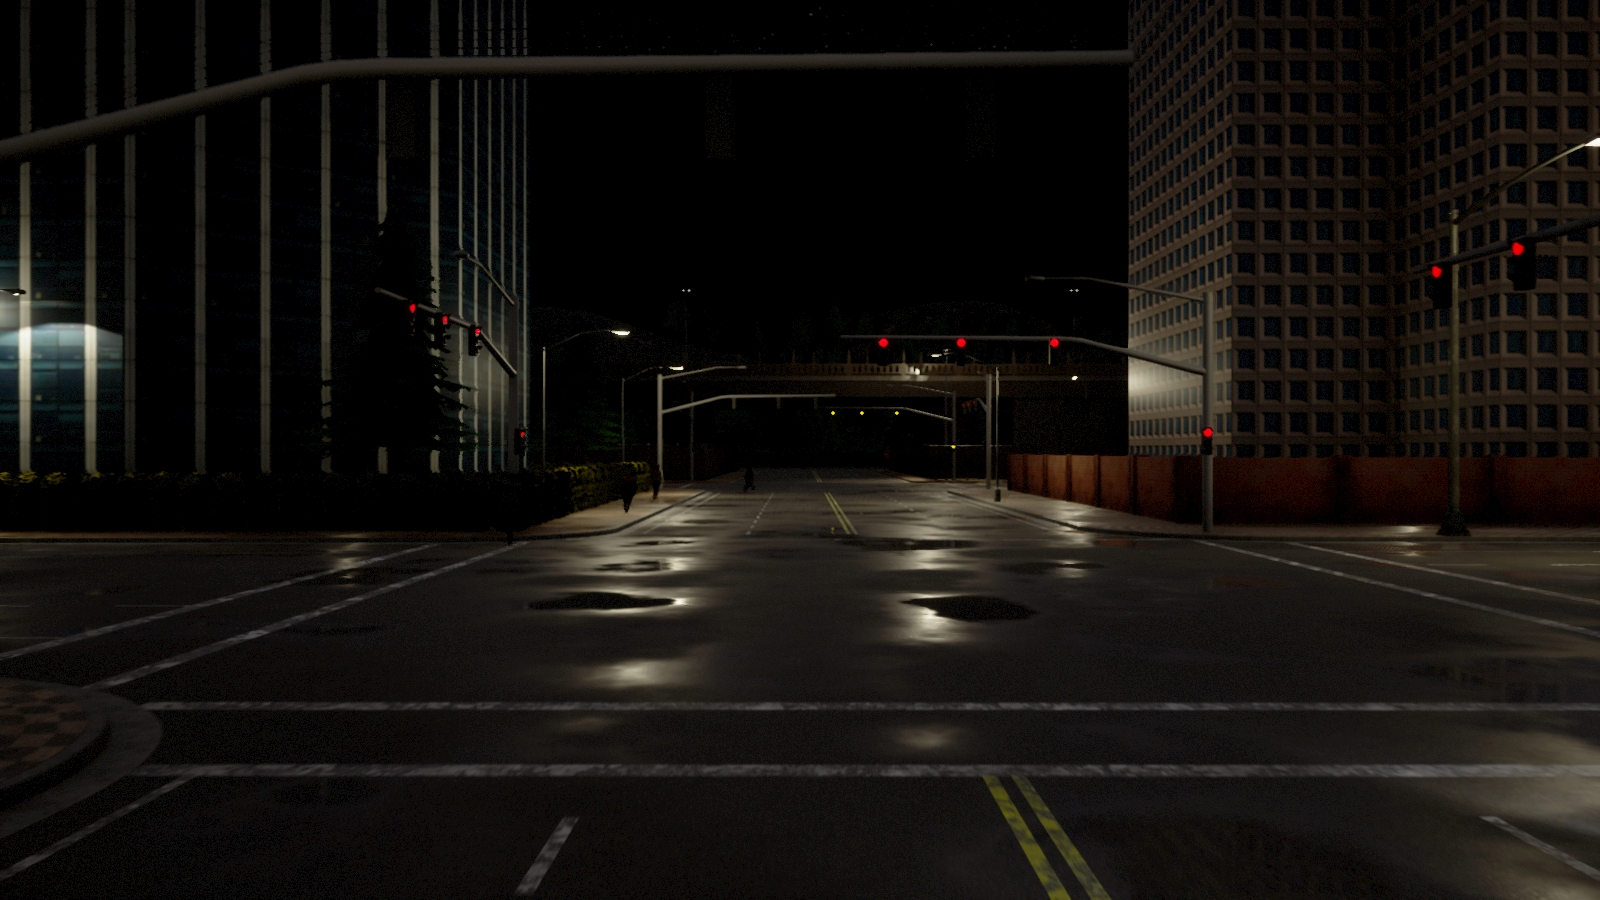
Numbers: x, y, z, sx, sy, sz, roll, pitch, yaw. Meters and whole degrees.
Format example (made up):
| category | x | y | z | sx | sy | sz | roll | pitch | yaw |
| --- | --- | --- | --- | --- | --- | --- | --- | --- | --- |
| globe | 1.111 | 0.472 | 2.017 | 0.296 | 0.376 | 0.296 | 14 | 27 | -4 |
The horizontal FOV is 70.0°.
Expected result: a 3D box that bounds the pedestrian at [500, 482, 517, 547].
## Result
| category | x | y | z | sx | sy | sz | roll | pitch | yaw |
| --- | --- | --- | --- | --- | --- | --- | --- | --- | --- |
| pedestrian | -8.426 | 1.851 | 33.061 | 0.375 | 1.860 | 0.375 | 0 | 0 | 2 |
